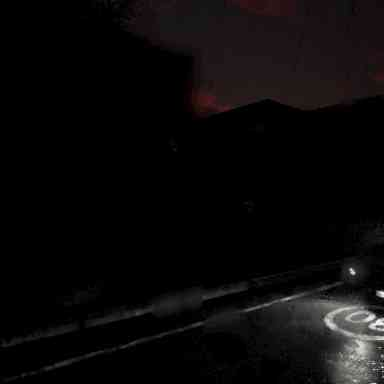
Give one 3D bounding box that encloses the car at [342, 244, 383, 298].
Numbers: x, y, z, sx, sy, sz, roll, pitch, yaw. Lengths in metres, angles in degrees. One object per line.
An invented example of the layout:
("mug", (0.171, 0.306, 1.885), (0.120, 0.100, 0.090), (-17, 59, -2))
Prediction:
("car", (5.795, 1.557, 7.865), (5.357, 1.411, 2.033), (0, 0, -36))
